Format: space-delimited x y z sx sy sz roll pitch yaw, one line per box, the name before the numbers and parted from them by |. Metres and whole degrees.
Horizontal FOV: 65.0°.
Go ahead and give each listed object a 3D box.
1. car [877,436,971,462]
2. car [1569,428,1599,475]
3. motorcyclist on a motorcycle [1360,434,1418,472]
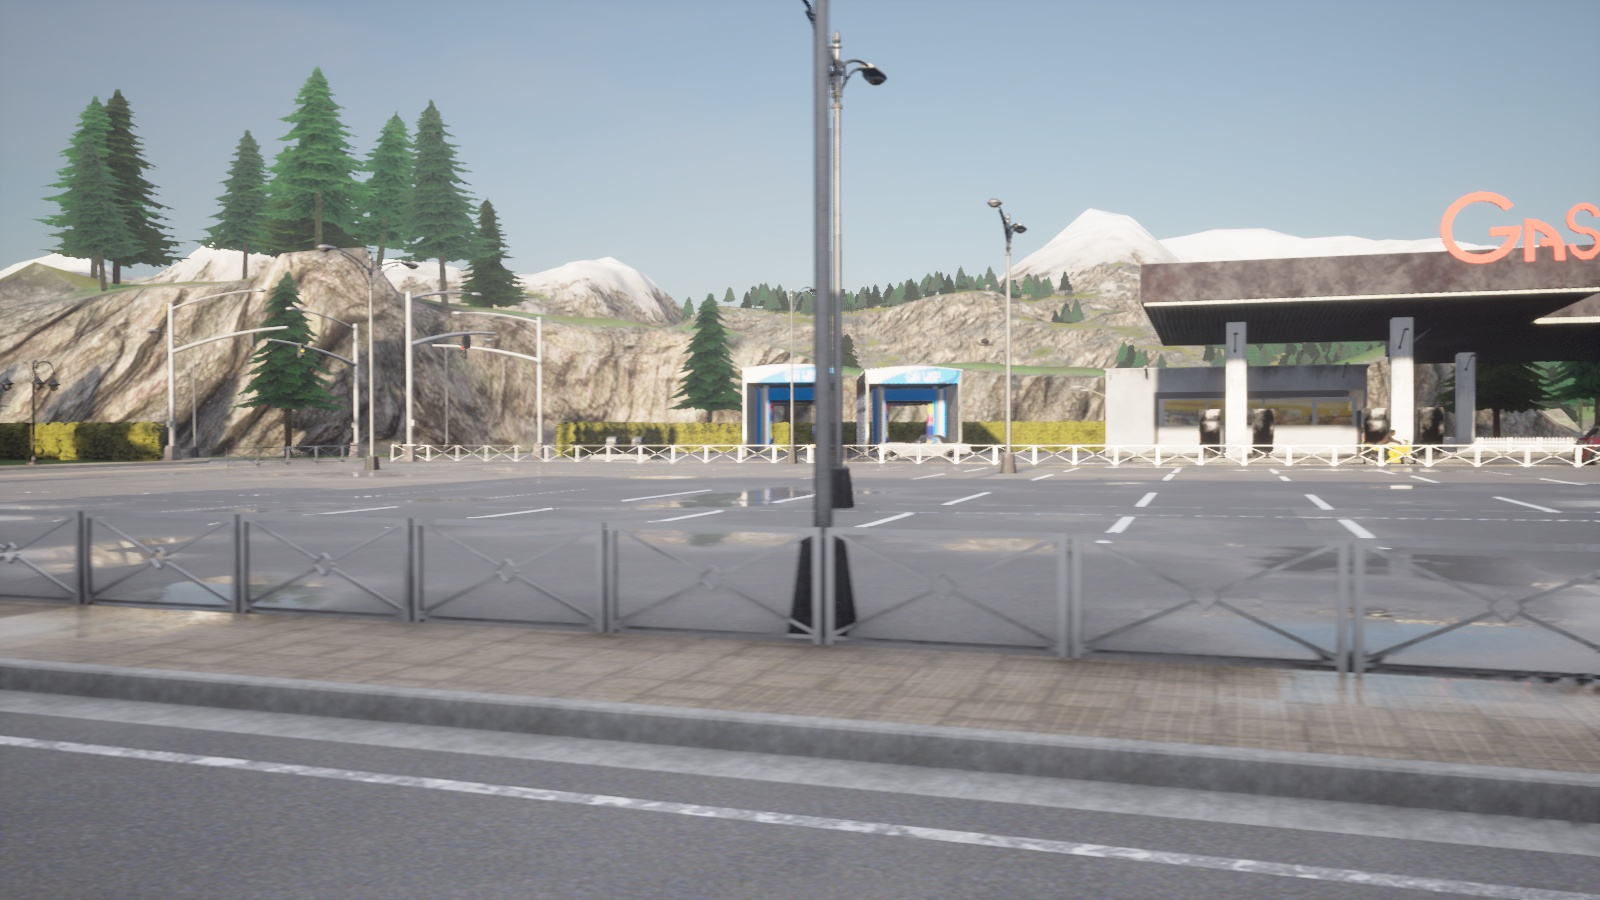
car | 6.270 -0.055 63.766 4.718 1.301 1.895 0 1 4
car | 32.224 0.054 47.926 4.553 1.767 2.097 1 1 19
motorcyclist on a motorcycle | 23.821 0.100 50.808 2.044 1.523 0.797 1 1 19
